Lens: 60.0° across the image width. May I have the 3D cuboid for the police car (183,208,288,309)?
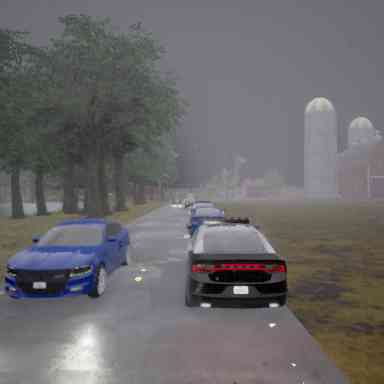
[{"bbox_3d":[0.811,1.429,8.119,1.930,1.638,5.238,0,0,0],"label":"police car"}]

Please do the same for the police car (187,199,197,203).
[{"bbox_3d":[0.783,1.446,24.120,1.930,1.638,5.238,0,0,0],"label":"police car"}]

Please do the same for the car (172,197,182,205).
[{"bbox_3d":[-2.864,1.716,64.589,2.128,1.511,4.902,0,0,0],"label":"car"}]

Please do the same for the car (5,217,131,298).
[{"bbox_3d":[-2.867,1.482,8.747,1.882,1.535,5.008,0,0,0],"label":"car"}]

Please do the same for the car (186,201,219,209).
[{"bbox_3d":[0.794,1.490,18.009,1.882,1.535,5.008,0,0,0],"label":"car"}]

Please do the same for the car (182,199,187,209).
[{"bbox_3d":[-0.054,1.706,47.076,1.895,1.301,4.718,0,0,1],"label":"car"}]
